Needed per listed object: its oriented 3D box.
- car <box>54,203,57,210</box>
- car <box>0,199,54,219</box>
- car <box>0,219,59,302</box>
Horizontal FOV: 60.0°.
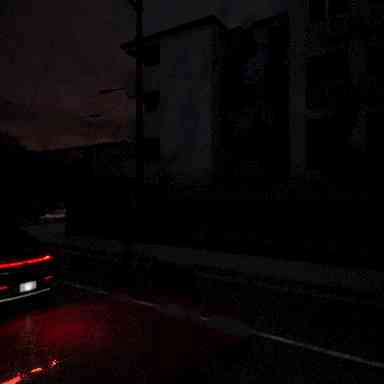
[{"bbox_3d":[-14.686,1.314,29.331,2.033,1.411,5.357,0,1,32],"label":"car"},{"bbox_3d":[-13.303,1.325,24.888,1.837,1.490,4.892,-2,0,32],"label":"car"},{"bbox_3d":[-4.965,1.502,7.434,4.892,1.490,1.837,-1,-1,35],"label":"car"}]
